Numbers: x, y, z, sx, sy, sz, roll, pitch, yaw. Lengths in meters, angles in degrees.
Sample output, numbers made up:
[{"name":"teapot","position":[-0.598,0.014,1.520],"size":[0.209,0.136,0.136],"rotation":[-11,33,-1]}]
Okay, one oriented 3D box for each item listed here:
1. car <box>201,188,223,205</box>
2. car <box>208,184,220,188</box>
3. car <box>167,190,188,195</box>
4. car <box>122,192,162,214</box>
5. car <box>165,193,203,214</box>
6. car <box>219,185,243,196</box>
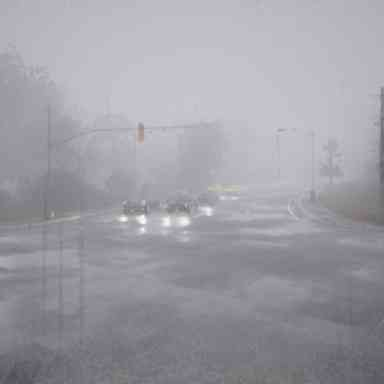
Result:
[{"name":"car","position":[1.705,0.652,37.058],"size":[1.895,1.301,4.718],"rotation":[0,3,17]},{"name":"car","position":[3.652,-0.468,52.449],"size":[1.882,1.535,5.008],"rotation":[0,5,23]},{"name":"car","position":[-1.580,0.531,38.223],"size":[1.837,1.490,4.892],"rotation":[0,2,17]},{"name":"car","position":[-4.156,0.797,28.135],"size":[2.097,1.767,4.553],"rotation":[0,2,13]},{"name":"car","position":[-0.712,1.051,27.653],"size":[1.895,1.301,4.718],"rotation":[0,2,12]},{"name":"car","position":[6.096,-0.295,49.266],"size":[1.882,1.535,5.008],"rotation":[0,5,23]}]
